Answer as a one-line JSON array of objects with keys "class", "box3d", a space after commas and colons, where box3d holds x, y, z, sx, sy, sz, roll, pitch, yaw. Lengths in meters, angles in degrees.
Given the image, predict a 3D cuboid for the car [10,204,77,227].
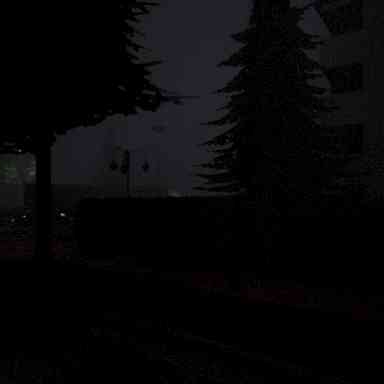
[{"class": "car", "box3d": [-10.638, 1.655, 24.421, 2.128, 1.511, 4.902, 0, 0, 36]}]
